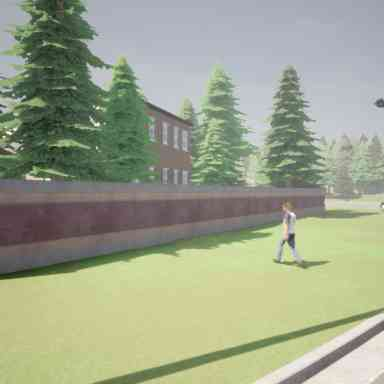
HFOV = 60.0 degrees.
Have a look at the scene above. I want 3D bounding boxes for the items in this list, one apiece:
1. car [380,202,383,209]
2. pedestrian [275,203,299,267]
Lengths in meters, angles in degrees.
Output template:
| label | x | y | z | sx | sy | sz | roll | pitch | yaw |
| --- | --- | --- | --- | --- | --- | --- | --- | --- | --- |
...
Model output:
| label | x | y | z | sx | sy | sz | roll | pitch | yaw |
| --- | --- | --- | --- | --- | --- | --- | --- | --- | --- |
| car | 25.211 | 1.504 | 40.670 | 1.837 | 1.490 | 4.892 | 0 | 0 | -6 |
| pedestrian | 2.687 | 1.141 | 9.417 | 0.375 | 1.860 | 0.375 | 0 | 0 | -42 |
